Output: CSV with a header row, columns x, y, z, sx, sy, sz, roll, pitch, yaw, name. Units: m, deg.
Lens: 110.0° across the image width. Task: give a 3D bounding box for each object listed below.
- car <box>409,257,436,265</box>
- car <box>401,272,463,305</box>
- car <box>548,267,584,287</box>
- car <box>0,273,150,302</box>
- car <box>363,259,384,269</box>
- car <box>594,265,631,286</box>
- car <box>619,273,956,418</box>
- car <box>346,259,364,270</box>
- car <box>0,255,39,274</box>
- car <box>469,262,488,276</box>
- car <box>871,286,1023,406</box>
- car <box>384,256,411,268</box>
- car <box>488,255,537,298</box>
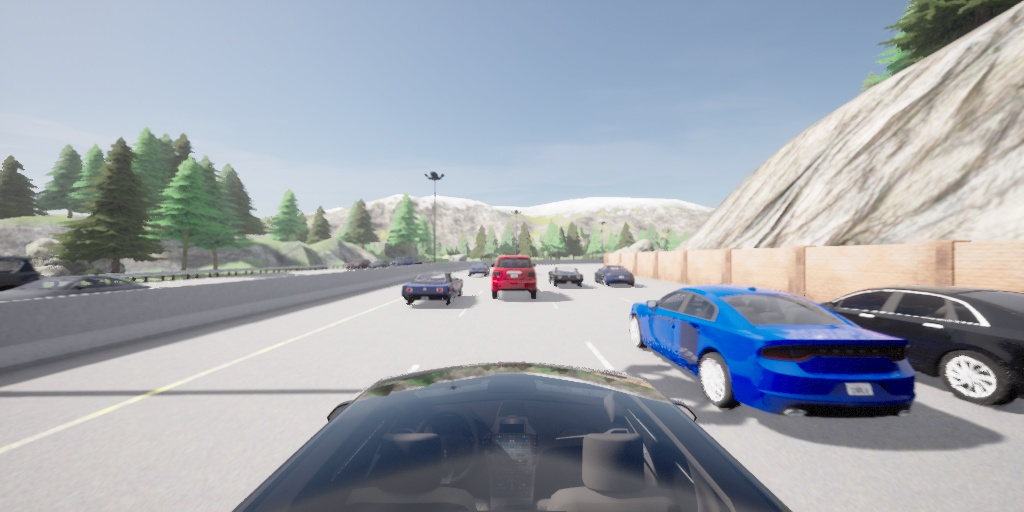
x,y,z,sx,sy,sz,roll,pitch,yaw,name
-12.868,1.129,52.808,1.895,1.301,4.718,0,0,10,car
-3.397,1.369,16.242,1.895,1.301,4.718,0,0,0,car
3.604,1.380,24.851,1.895,1.301,4.718,0,0,0,car
-14.098,1.326,11.428,1.994,1.385,4.181,0,0,0,car
-19.764,1.372,54.013,1.837,1.490,4.892,0,0,10,car
7.105,1.344,25.271,1.994,1.385,4.181,0,0,0,car
3.601,1.233,6.190,1.882,1.535,5.008,0,0,0,car
-23.209,1.211,54.631,2.097,1.767,4.553,0,0,10,car
-17.597,0.983,10.305,2.150,2.045,5.566,0,0,0,car
-3.379,1.343,37.394,2.033,1.411,5.357,0,0,0,car
7.101,1.260,6.241,1.837,1.490,4.892,0,0,0,car
-16.319,1.092,53.396,2.150,2.045,5.566,0,0,10,car
0.104,0.993,18.709,2.150,2.045,5.566,0,0,0,car
